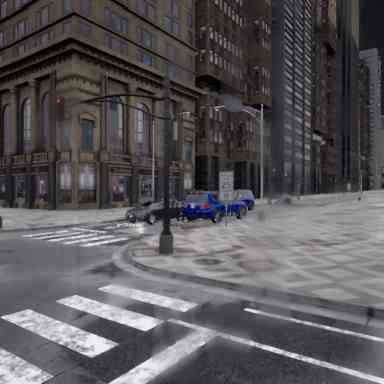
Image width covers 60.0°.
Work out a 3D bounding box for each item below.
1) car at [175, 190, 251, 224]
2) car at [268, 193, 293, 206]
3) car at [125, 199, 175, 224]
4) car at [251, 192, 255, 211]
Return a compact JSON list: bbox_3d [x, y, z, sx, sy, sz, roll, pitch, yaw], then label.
[{"bbox_3d":[1.619,0.943,22.439,2.150,2.045,5.566,0,1,35],"label":"car"},{"bbox_3d":[10.917,0.924,40.893,2.128,1.511,4.902,0,1,36],"label":"car"},{"bbox_3d":[-2.297,1.242,22.446,1.837,1.490,4.892,0,1,37],"label":"car"},{"bbox_3d":[3.911,0.815,31.146,2.150,2.045,5.566,0,1,36],"label":"car"}]
